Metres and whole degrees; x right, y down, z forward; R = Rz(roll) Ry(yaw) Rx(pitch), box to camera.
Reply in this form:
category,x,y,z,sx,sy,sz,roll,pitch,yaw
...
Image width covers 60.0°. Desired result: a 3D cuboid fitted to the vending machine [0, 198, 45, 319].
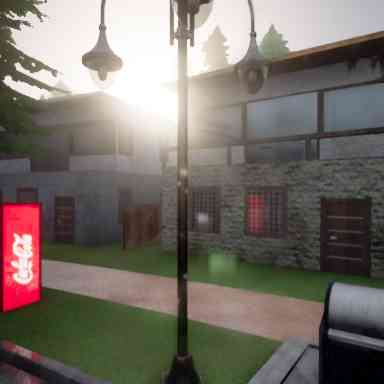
category,x,y,z,sx,sy,sz,roll,pitch,yaw
vending machine,-3.586,1.188,6.379,0.880,2.100,1.100,0,0,29
